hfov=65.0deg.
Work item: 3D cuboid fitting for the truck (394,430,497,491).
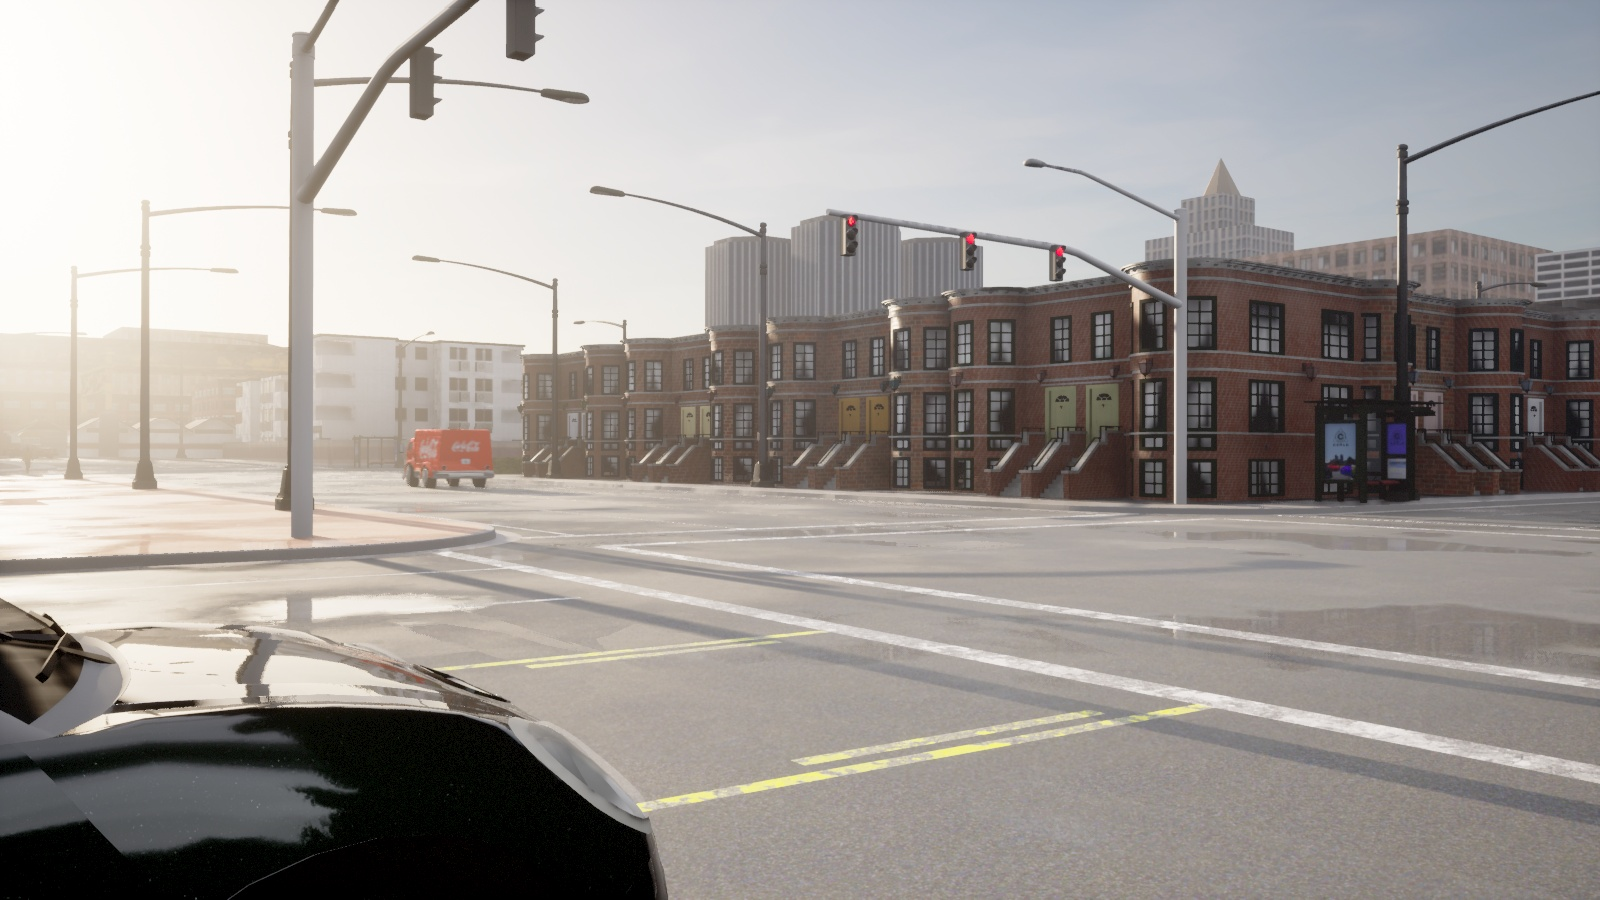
[{"bbox_3d":[-15.111,0.421,53.333,2.627,2.467,5.204,0,0,-35],"label":"truck"}]

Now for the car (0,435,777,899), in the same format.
[{"bbox_3d":[-2.171,0.720,2.205,3.806,1.475,1.970,0,0,-35],"label":"car"}]

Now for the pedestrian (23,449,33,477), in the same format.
[{"bbox_3d":[-50.086,0.835,81.452,0.431,1.840,0.709,0,0,-40],"label":"pedestrian"}]
